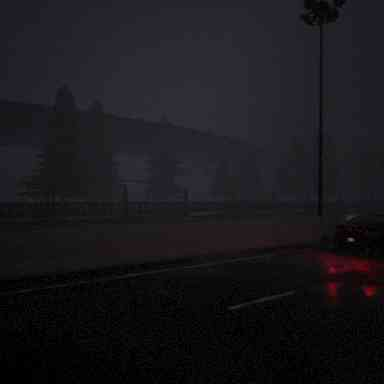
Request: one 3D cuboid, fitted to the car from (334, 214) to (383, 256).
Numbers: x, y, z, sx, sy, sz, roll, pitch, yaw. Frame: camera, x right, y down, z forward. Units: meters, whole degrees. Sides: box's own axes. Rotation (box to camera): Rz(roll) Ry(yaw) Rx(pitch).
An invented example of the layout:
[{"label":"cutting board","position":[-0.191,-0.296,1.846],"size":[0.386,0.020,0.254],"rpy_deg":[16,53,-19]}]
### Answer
[{"label":"car","position":[7.932,1.638,13.793],"size":[5.008,1.535,1.882],"rpy_deg":[0,0,-35]}]
